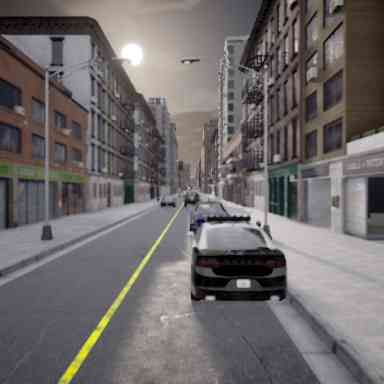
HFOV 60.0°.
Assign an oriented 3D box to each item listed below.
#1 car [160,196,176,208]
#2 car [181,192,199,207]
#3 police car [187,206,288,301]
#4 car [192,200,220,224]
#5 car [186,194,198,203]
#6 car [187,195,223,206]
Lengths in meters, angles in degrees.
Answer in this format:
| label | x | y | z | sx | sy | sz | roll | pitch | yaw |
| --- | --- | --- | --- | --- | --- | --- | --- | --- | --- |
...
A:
| label | x | y | z | sx | sy | sz | roll | pitch | yaw |
| --- | --- | --- | --- | --- | --- | --- | --- | --- | --- |
| car | -3.073 | 1.254 | 43.369 | 1.882 | 1.535 | 5.008 | 0 | 0 | 0 |
| car | 0.027 | 0.987 | 45.305 | 2.150 | 2.045 | 5.566 | 0 | 0 | 0 |
| police car | 0.904 | 1.385 | 8.398 | 1.930 | 1.638 | 5.238 | 0 | 0 | 0 |
| car | 0.913 | 1.408 | 24.288 | 1.812 | 1.442 | 4.674 | 0 | 0 | 0 |
| car | 0.032 | 1.163 | 60.024 | 2.128 | 1.511 | 4.902 | 0 | 0 | 0 |
| car | 0.909 | 1.263 | 18.258 | 2.097 | 1.767 | 4.553 | 0 | 0 | 0 |
